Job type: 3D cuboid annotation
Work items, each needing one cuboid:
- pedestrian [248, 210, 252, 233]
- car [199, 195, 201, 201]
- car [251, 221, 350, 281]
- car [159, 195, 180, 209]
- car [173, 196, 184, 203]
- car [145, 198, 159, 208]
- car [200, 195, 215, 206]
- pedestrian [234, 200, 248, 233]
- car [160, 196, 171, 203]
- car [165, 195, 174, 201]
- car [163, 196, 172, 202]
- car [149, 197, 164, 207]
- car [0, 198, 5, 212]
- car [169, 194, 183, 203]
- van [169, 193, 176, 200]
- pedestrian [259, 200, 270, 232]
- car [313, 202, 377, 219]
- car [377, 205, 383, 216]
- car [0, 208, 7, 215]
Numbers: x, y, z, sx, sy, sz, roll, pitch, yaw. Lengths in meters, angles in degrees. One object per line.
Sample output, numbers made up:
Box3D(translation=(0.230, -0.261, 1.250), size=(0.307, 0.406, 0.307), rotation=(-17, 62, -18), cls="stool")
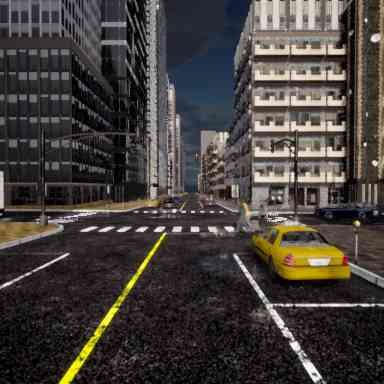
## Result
Box3D(translation=(3.081, 1.288, 19.051), size=(0.375, 1.860, 0.375), rotation=(-1, 1, 0), cls="pedestrian")
Box3D(translation=(2.841, 1.420, 87.065), size=(1.967, 1.590, 4.097), rotation=(-1, 0, 0), cls="car")
Box3D(translation=(2.825, 1.522, 9.698), size=(1.752, 1.417, 4.829), rotation=(-1, 0, 0), cls="car")
Box3D(translation=(-3.003, 1.492, 45.865), size=(1.837, 1.490, 4.892), rotation=(0, 0, 0), cls="car")
Box3D(translation=(-2.865, 1.521, 70.789), size=(2.033, 1.411, 5.357), rotation=(0, 0, 0), cls="car")
Box3D(translation=(-5.613, 1.512, 47.329), size=(1.752, 1.417, 4.829), rotation=(-1, 0, 0), cls="car")
Box3D(translation=(2.778, 1.536, 53.138), size=(2.008, 1.369, 4.403), rotation=(-1, 0, 0), cls="car")
Box3D(translation=(2.618, 1.288, 17.853), size=(0.375, 1.860, 0.375), rotation=(-1, 1, 0), cls="pedestrian")
Box3D(translation=(-5.569, 1.527, 70.117), size=(1.887, 1.381, 4.507), rotation=(-1, 0, 0), cls="car")
Box3D(translation=(-5.548, 1.526, 81.426), size=(1.887, 1.381, 4.507), rotation=(-1, 0, 0), cls="car")
Box3D(translation=(-5.558, 1.564, 75.771), size=(1.802, 1.307, 4.206), rotation=(-1, 0, 0), cls="car")
Box3D(translation=(-5.601, 1.551, 53.153), size=(1.947, 1.339, 4.313), rotation=(-1, 0, 0), cls="car")
Box3D(translation=(-21.598, 1.274, 33.205), size=(4.829, 1.417, 1.752), rotation=(0, 0, 1), cls="car")
Box3D(translation=(-2.975, 1.510, 57.198), size=(1.812, 1.442, 4.674), rotation=(0, 0, 0), cls="car")
Box3D(translation=(-5.529, 1.320, 92.736), size=(1.690, 1.788, 3.998), rotation=(-1, 0, 0), cls="van")
Box3D(translation=(3.969, 1.288, 18.448), size=(0.375, 1.860, 0.375), rotation=(-1, 1, 0), cls="pedestrian")
Box3D(translation=(13.564, 1.693, 30.063), size=(4.718, 1.301, 1.895), rotation=(0, 1, 0), cls="car")
Box3D(translation=(16.376, 1.622, 32.636), size=(4.403, 1.369, 2.008), rotation=(0, 1, 1), cls="car")
Box3D(translation=(-18.277, 1.421, 27.392), size=(5.357, 1.411, 2.033), rotation=(0, 1, 1), cls="car")
